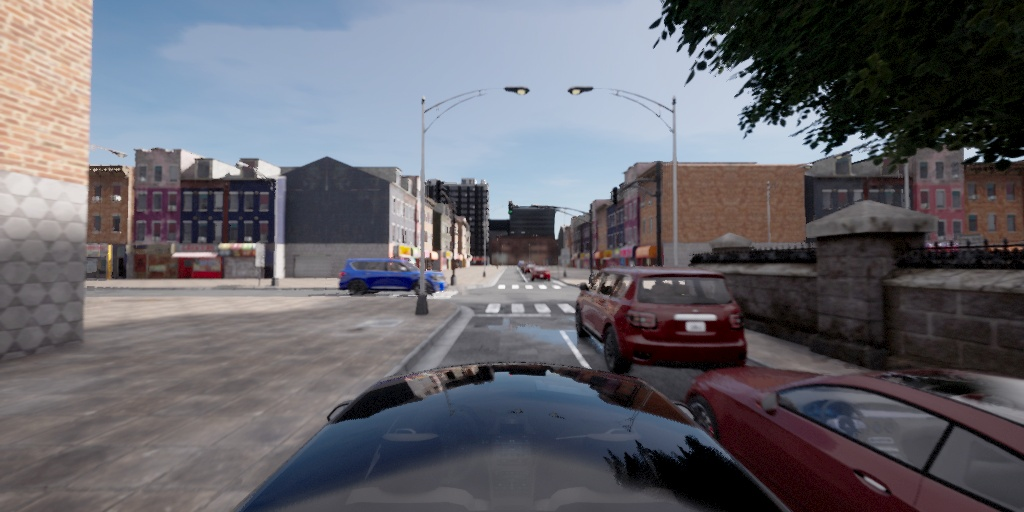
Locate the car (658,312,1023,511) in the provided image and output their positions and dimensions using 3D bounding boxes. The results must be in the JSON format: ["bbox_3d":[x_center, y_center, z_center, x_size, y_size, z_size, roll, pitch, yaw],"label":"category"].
[{"bbox_3d":[2.638,1.336,2.100,1.802,1.307,4.207,0,0,0],"label":"car"}]

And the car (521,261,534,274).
[{"bbox_3d":[2.633,1.856,50.286,1.888,1.381,4.507,0,0,0],"label":"car"}]

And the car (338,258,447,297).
[{"bbox_3d":[-6.325,1.166,19.250,5.566,2.045,2.150,0,-1,0],"label":"car"}]

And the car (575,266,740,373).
[{"bbox_3d":[2.637,1.126,7.548,2.192,1.841,5.009,0,0,0],"label":"car"}]

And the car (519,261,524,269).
[{"bbox_3d":[2.632,1.695,55.723,2.192,1.841,5.009,0,0,0],"label":"car"}]

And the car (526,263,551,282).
[{"bbox_3d":[2.635,1.655,33.976,1.888,1.381,4.507,0,0,0],"label":"car"}]
